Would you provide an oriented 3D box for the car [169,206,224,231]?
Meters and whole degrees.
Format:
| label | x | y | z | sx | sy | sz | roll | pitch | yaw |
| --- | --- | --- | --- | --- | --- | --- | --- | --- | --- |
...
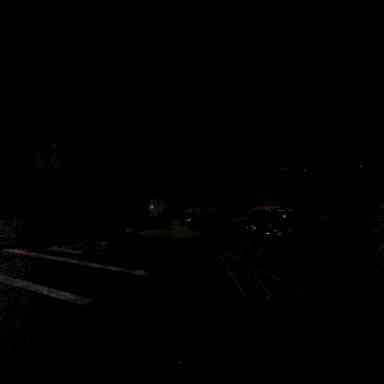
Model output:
| label | x | y | z | sx | sy | sz | roll | pitch | yaw |
| --- | --- | --- | --- | --- | --- | --- | --- | --- | --- |
| car | 0.421 | 1.667 | 21.915 | 1.812 | 1.442 | 4.674 | -1 | -1 | 35 |

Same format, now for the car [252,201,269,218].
| label | x | y | z | sx | sy | sz | roll | pitch | yaw |
| --- | --- | --- | --- | --- | --- | --- | --- | --- | --- |
| car | 7.498 | 1.597 | 31.843 | 1.882 | 1.535 | 5.008 | -1 | -1 | 36 |

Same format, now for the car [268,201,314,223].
| label | x | y | z | sx | sy | sz | roll | pitch | yaw |
| --- | --- | --- | --- | --- | --- | --- | --- | --- | --- |
| car | 8.238 | 1.570 | 26.522 | 2.128 | 1.511 | 4.902 | -1 | 0 | 35 |
